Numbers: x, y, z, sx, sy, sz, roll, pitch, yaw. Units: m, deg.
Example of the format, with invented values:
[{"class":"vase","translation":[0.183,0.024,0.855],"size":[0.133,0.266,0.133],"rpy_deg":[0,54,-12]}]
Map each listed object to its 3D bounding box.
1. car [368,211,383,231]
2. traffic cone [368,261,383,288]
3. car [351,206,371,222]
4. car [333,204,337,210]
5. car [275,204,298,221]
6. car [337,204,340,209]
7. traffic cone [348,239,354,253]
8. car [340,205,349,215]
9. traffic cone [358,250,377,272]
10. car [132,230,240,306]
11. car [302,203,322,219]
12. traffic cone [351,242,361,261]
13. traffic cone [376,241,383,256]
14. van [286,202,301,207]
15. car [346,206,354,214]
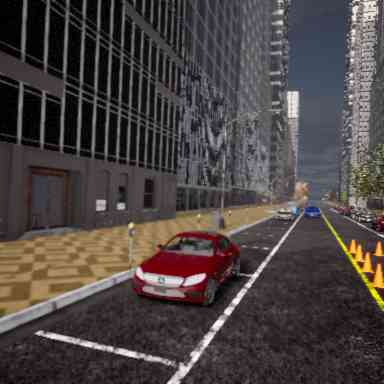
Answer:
[{"class":"car","translation":[15.754,2.475,26.847],"size":[1.802,1.307,4.206],"rpy_deg":[2,-1,20]},{"class":"traffic cone","translation":[5.044,2.246,8.986],"size":[0.340,0.580,0.340],"rpy_deg":[2,-1,20]},{"class":"car","translation":[19.637,2.695,37.547],"size":[2.008,1.369,4.403],"rpy_deg":[2,0,20]},{"class":"car","translation":[35.168,3.640,80.346],"size":[1.887,1.381,4.507],"rpy_deg":[2,0,20]},{"class":"car","translation":[9.826,2.269,35.063],"size":[2.008,1.369,4.403],"rpy_deg":[2,-1,20]},{"class":"car","translation":[27.407,3.065,58.947],"size":[1.967,1.590,4.097],"rpy_deg":[2,0,20]},{"class":"traffic cone","translation":[7.089,2.381,14.624],"size":[0.340,0.580,0.340],"rpy_deg":[2,-1,20]},{"class":"car","translation":[25.466,2.946,53.597],"size":[1.967,1.590,4.097],"rpy_deg":[2,0,20]},{"class":"traffic cone","translation":[5.726,2.291,10.866],"size":[0.340,0.580,0.340],"rpy_deg":[2,-1,20]},{"class":"car","translation":[0.120,1.662,8.313],"size":[1.802,1.307,4.206],"rpy_deg":[2,-1,20]},{"class":"car","translation":[15.071,2.466,41.628],"size":[1.882,1.535,5.008],"rpy_deg":[2,0,20]},{"class":"traffic cone","translation":[6.408,2.336,12.745],"size":[0.340,0.580,0.340],"rpy_deg":[2,-1,20]},{"class":"traffic cone","translation":[8.029,2.417,14.283],"size":[0.340,0.580,0.340],"rpy_deg":[2,-1,20]},{"class":"van","translation":[13.718,2.306,45.764],"size":[1.690,1.788,3.998],"rpy_deg":[2,0,20]},{"class":"car","translation":[21.578,2.817,42.896],"size":[2.008,1.369,4.403],"rpy_deg":[2,0,20]}]
